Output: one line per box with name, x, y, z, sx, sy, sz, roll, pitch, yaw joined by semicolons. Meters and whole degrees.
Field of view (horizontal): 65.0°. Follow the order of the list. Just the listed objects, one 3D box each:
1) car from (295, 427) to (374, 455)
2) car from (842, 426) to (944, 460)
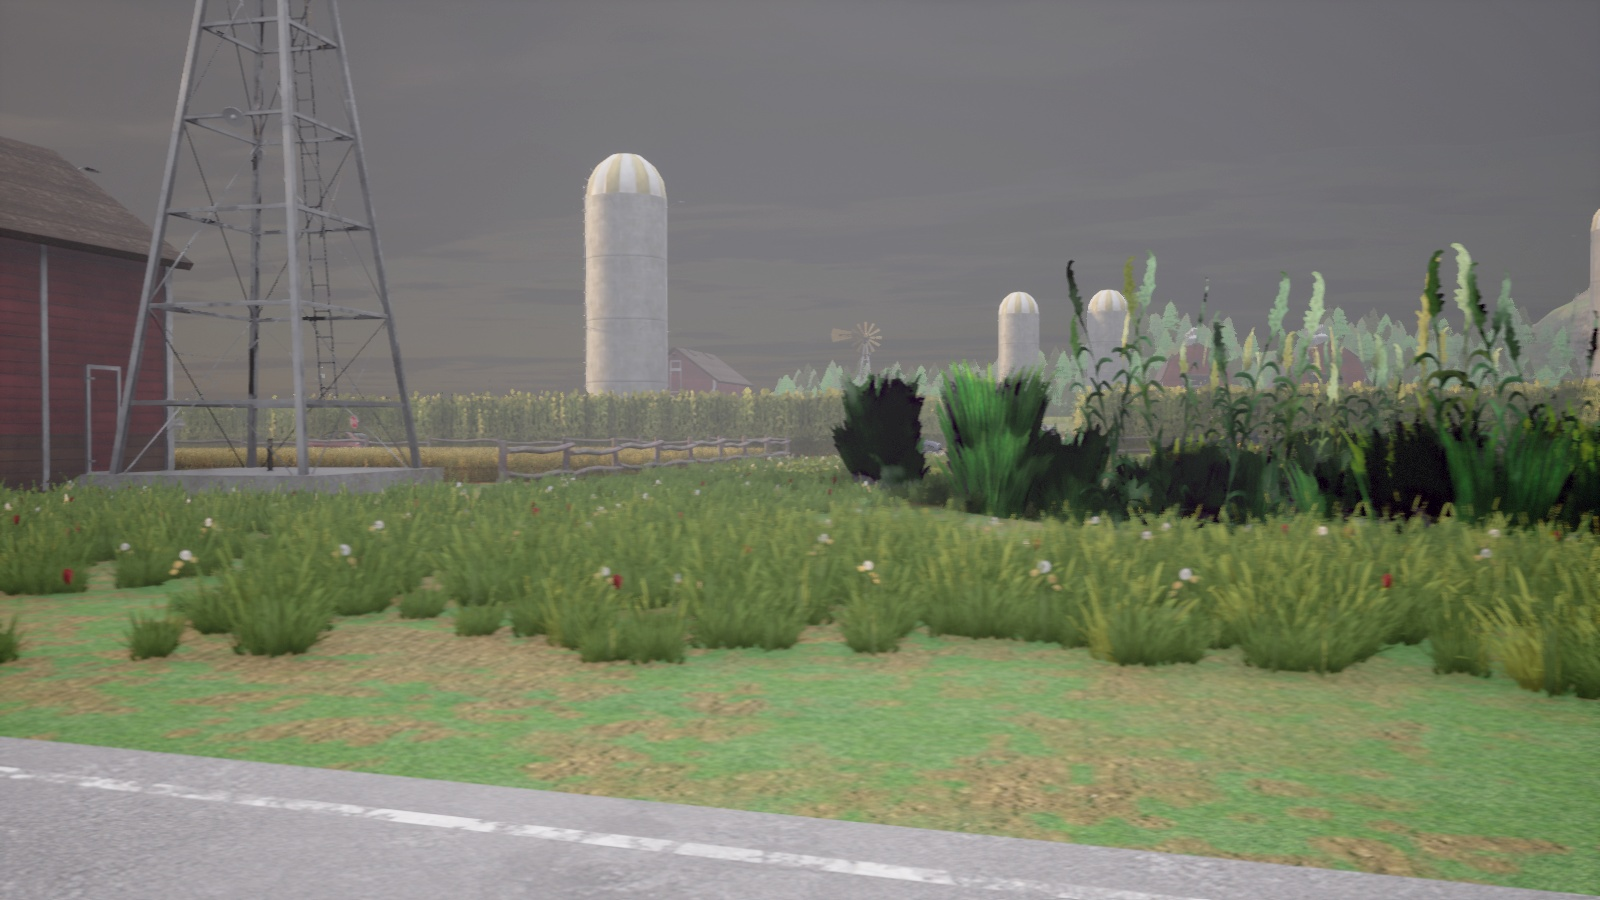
car;-27.095;-0.548;73.135;3.988;1.617;1.851;0;1;13
car;4.651;-0.387;63.052;5.027;1.651;2.152;0;1;4
